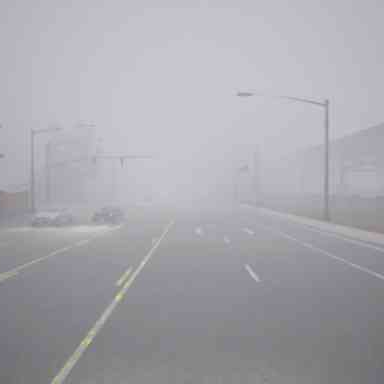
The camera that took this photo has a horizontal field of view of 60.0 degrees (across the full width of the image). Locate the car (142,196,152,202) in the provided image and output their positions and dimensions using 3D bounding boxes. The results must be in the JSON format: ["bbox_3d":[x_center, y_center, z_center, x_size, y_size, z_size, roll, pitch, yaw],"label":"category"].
[{"bbox_3d":[-10.501,1.592,77.337,2.128,1.511,4.902,0,0,0],"label":"car"}]

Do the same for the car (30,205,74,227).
[{"bbox_3d":[-10.578,1.776,25.571,1.812,1.442,4.674,0,0,0],"label":"car"}]

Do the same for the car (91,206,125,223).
[{"bbox_3d":[-7.062,1.862,28.256,1.895,1.301,4.718,0,0,0],"label":"car"}]
